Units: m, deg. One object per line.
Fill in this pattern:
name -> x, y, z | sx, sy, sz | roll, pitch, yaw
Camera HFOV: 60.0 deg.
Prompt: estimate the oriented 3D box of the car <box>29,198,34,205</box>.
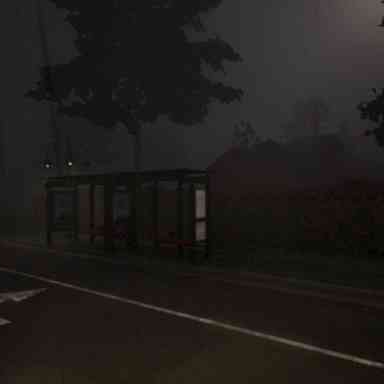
car -> -27.964, 1.677, 56.233 | 3.806, 1.475, 1.970 | -1, 0, 36
